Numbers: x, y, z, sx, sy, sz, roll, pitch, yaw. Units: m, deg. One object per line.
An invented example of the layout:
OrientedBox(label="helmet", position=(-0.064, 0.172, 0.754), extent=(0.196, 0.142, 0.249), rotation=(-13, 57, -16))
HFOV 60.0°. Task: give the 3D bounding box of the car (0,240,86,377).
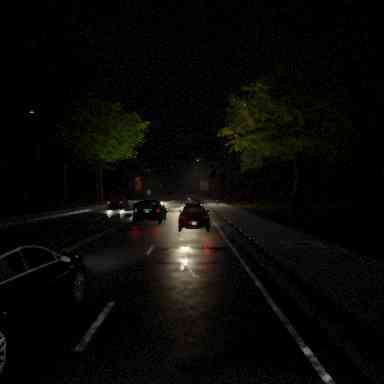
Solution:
OrientedBox(label="car", position=(-3.150, 1.495, 5.147), extent=(2.128, 1.511, 4.902), rotation=(0, 0, 0))

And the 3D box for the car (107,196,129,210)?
OrientedBox(label="car", position=(-9.822, 1.384, 44.243), extent=(2.097, 1.767, 4.553), rotation=(0, 0, 0))

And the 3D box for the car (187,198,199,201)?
OrientedBox(label="car", position=(0.114, 1.522, 41.738), extent=(2.128, 1.511, 4.902), rotation=(0, 0, 0))

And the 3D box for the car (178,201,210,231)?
OrientedBox(label="car", position=(0.113, 1.540, 20.630), extent=(1.812, 1.442, 4.674), rotation=(0, 0, 0))

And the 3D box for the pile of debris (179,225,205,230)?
OrientedBox(label="pile of debris", position=(0.006, 2.190, 20.677), extent=(1.500, 0.140, 1.860), rotation=(0, 0, 0))

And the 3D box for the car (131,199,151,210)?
OrientedBox(label="car", position=(-6.577, 1.633, 43.574), extent=(1.895, 1.301, 4.718), rotation=(0, 0, 0))

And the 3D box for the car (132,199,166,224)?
OrientedBox(label="car", position=(-3.143, 1.370, 25.383), extent=(2.097, 1.767, 4.553), rotation=(0, 0, 0))
